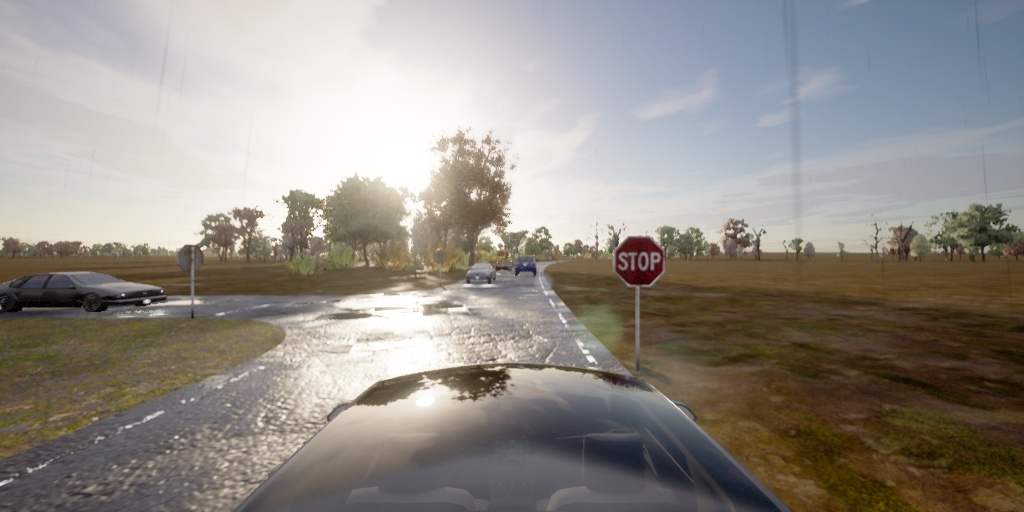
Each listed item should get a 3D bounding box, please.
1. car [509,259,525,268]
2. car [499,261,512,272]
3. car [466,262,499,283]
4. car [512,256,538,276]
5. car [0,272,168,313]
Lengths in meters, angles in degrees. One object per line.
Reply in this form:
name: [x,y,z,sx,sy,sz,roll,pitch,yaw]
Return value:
car: [0.936,1.295,63.314,2.128,1.511,4.902,0,0,7]
car: [-1.064,1.364,45.529,1.895,1.301,4.718,0,0,5]
car: [-2.346,1.285,28.189,1.812,1.442,4.674,0,0,4]
car: [1.529,0.982,38.173,2.150,2.045,5.566,0,0,4]
car: [-16.253,1.305,13.354,5.357,1.411,2.033,0,0,0]
